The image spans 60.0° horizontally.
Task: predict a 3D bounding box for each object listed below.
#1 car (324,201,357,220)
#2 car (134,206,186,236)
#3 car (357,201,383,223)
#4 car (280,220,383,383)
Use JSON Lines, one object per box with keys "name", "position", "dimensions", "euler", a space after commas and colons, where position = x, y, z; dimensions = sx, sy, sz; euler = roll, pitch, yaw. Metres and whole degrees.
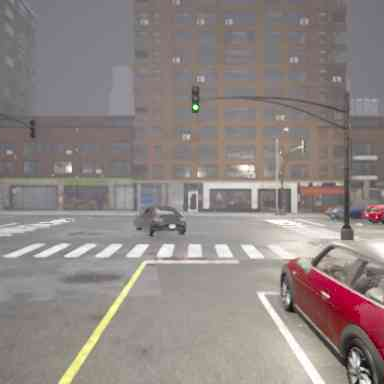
{"name": "car", "position": [13.452, 1.501, 27.626], "dimensions": [4.553, 1.767, 2.097], "euler": [0, -1, 0]}
{"name": "car", "position": [-1.753, 1.455, 17.679], "dimensions": [1.812, 1.442, 4.674], "euler": [1, -1, -21]}
{"name": "car", "position": [15.569, 1.358, 24.365], "dimensions": [5.566, 2.045, 2.150], "euler": [1, -1, 0]}
{"name": "car", "position": [2.674, 1.438, 4.960], "dimensions": [1.967, 1.590, 4.097], "euler": [1, 0, 0]}
